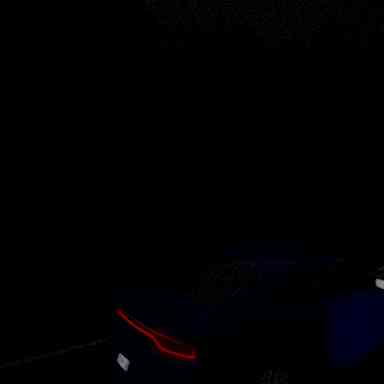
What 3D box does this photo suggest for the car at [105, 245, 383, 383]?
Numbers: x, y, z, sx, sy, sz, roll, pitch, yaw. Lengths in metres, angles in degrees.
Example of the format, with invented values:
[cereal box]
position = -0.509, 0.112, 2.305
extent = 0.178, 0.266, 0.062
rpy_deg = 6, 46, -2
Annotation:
[car]
position = 1.357, 1.500, 4.656
extent = 5.008, 1.535, 1.882
rpy_deg = 0, 0, -35
